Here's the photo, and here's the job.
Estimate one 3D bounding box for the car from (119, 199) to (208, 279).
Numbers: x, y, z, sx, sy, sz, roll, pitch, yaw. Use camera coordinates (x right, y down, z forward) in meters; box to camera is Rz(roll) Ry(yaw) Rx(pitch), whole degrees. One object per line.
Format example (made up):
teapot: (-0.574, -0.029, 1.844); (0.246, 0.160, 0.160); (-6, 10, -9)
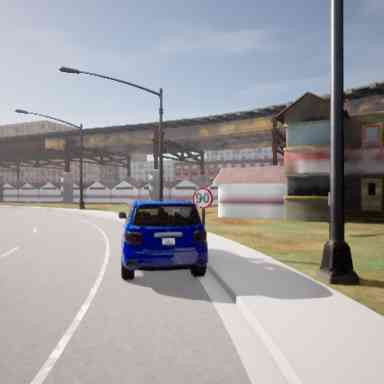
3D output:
car: (-1.031, 1.218, 10.224); (2.150, 2.045, 5.566); (0, 0, -11)
